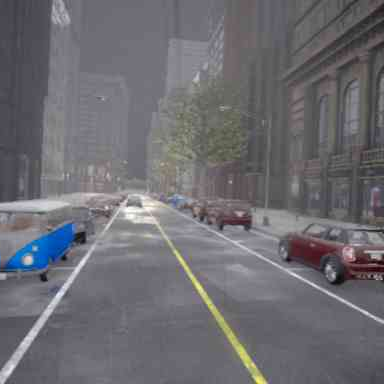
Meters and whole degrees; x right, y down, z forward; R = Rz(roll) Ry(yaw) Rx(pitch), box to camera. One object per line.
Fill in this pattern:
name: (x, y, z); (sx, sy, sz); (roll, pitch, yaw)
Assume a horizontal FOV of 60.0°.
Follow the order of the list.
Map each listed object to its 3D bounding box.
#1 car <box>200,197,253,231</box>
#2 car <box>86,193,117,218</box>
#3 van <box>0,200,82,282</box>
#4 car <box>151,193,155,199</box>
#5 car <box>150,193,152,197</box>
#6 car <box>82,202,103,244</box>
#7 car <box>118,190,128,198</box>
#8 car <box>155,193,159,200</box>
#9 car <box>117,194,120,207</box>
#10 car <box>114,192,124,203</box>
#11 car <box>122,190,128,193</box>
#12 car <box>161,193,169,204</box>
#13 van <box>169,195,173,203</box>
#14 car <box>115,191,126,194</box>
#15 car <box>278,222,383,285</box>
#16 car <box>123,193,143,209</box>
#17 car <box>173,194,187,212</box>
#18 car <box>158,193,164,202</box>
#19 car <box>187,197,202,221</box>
car: (2.289, 1.377, 21.239); (2.192, 1.841, 5.009); (3, 0, -10)
car: (-7.076, 1.087, 25.346); (1.967, 1.590, 4.097); (3, 0, -10)
van: (-4.172, 1.137, 8.679); (1.690, 1.788, 3.998); (3, 0, -10)
car: (-8.354, 1.173, 82.353); (1.947, 1.339, 4.313); (2, 0, -10)
car: (-9.349, 1.098, 88.078); (1.752, 1.417, 4.829); (2, 0, -10)
car: (-5.149, 1.309, 14.235); (1.947, 1.339, 4.313); (3, 0, -10)
car: (-16.735, 0.555, 80.898); (2.192, 1.841, 5.009); (2, 0, -10)
car: (-5.443, 1.028, 65.686); (2.192, 1.841, 5.009); (2, 0, -10)
car: (-8.046, 1.145, 30.901); (1.887, 1.381, 4.507); (3, 0, -10)
car: (-9.980, 1.088, 42.013); (1.802, 1.307, 4.206); (3, 0, -10)
car: (-12.869, 0.696, 58.677); (2.192, 1.841, 5.009); (2, 0, -10)
car: (-3.521, 1.367, 54.575); (1.802, 1.307, 4.206); (2, 0, -10)
van: (-1.577, 1.215, 43.463); (1.690, 1.788, 3.998); (3, 0, -10)
car: (-11.882, 0.944, 52.955); (1.752, 1.417, 4.829); (2, 0, -10)
car: (4.217, 1.603, 10.127); (1.967, 1.590, 4.097); (3, 0, -10)
car: (-6.877, 1.170, 39.732); (1.812, 1.442, 4.674); (3, 0, -10)
car: (-0.615, 1.361, 37.907); (1.967, 1.590, 4.097); (3, 0, -10)
car: (-4.487, 1.314, 60.129); (1.947, 1.339, 4.313); (2, 0, -10)
car: (1.323, 1.329, 26.794); (2.192, 1.841, 5.009); (3, 0, -10)
